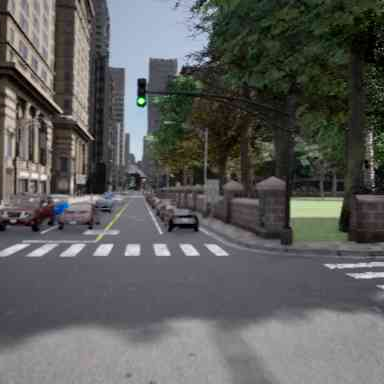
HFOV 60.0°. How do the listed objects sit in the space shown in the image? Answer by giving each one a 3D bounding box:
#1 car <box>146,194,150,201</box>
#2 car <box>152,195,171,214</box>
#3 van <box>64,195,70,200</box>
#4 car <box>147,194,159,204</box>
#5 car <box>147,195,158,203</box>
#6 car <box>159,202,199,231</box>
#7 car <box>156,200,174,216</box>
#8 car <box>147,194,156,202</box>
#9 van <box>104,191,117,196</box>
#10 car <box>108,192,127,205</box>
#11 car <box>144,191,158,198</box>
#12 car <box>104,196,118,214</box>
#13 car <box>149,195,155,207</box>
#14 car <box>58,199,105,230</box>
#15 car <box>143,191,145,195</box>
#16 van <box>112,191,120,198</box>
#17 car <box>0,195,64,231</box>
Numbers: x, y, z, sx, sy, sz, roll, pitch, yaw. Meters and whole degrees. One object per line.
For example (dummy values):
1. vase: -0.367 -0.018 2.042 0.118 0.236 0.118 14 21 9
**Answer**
1. car: -5.773 1.392 52.158 1.947 1.339 4.313 2 0 -9
2. car: -2.386 1.373 30.743 1.967 1.590 4.097 2 0 -9
3. van: -9.959 1.086 24.077 1.690 1.788 3.998 2 0 -9
4. car: -4.927 1.399 46.804 1.887 1.381 4.507 2 0 -9
5. car: -7.490 1.292 63.034 1.752 1.417 4.829 2 0 -9
6. car: -0.698 1.546 20.035 1.947 1.339 4.313 2 0 -9
7. car: -1.544 1.539 25.388 1.802 1.307 4.206 2 0 -9
8. car: -8.336 1.263 68.387 1.752 1.417 4.829 2 0 -9
9. van: -16.725 0.867 66.908 1.690 1.788 3.998 2 0 -9
10. car: -11.670 1.202 52.471 1.812 1.442 4.674 1 0 -9
11. car: -6.612 1.113 57.512 2.192 1.841 5.009 2 0 -9
12. car: -8.479 1.378 31.737 1.895 1.301 4.718 1 0 -9
13. car: -4.082 1.463 41.450 1.802 1.307 4.206 2 0 -9
14. car: -6.609 1.357 19.963 1.812 1.442 4.674 1 0 -8
15. car: -9.149 1.023 73.573 2.192 1.841 5.009 2 0 -9
16. van: -20.108 0.742 88.323 1.690 1.788 3.998 2 0 -9
17. car: -9.112 1.083 18.723 2.192 1.841 5.009 2 0 -9
